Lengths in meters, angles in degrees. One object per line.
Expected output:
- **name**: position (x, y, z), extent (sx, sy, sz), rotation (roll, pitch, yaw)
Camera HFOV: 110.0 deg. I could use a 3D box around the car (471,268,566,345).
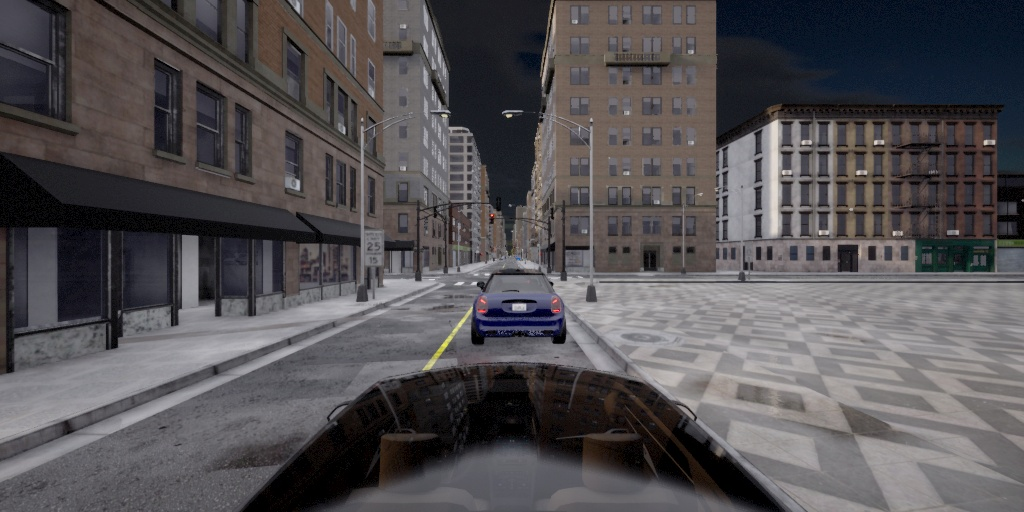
- **car**: position (0.100, 1.102, 9.706), extent (2.097, 1.767, 4.553), rotation (0, 0, -1)
